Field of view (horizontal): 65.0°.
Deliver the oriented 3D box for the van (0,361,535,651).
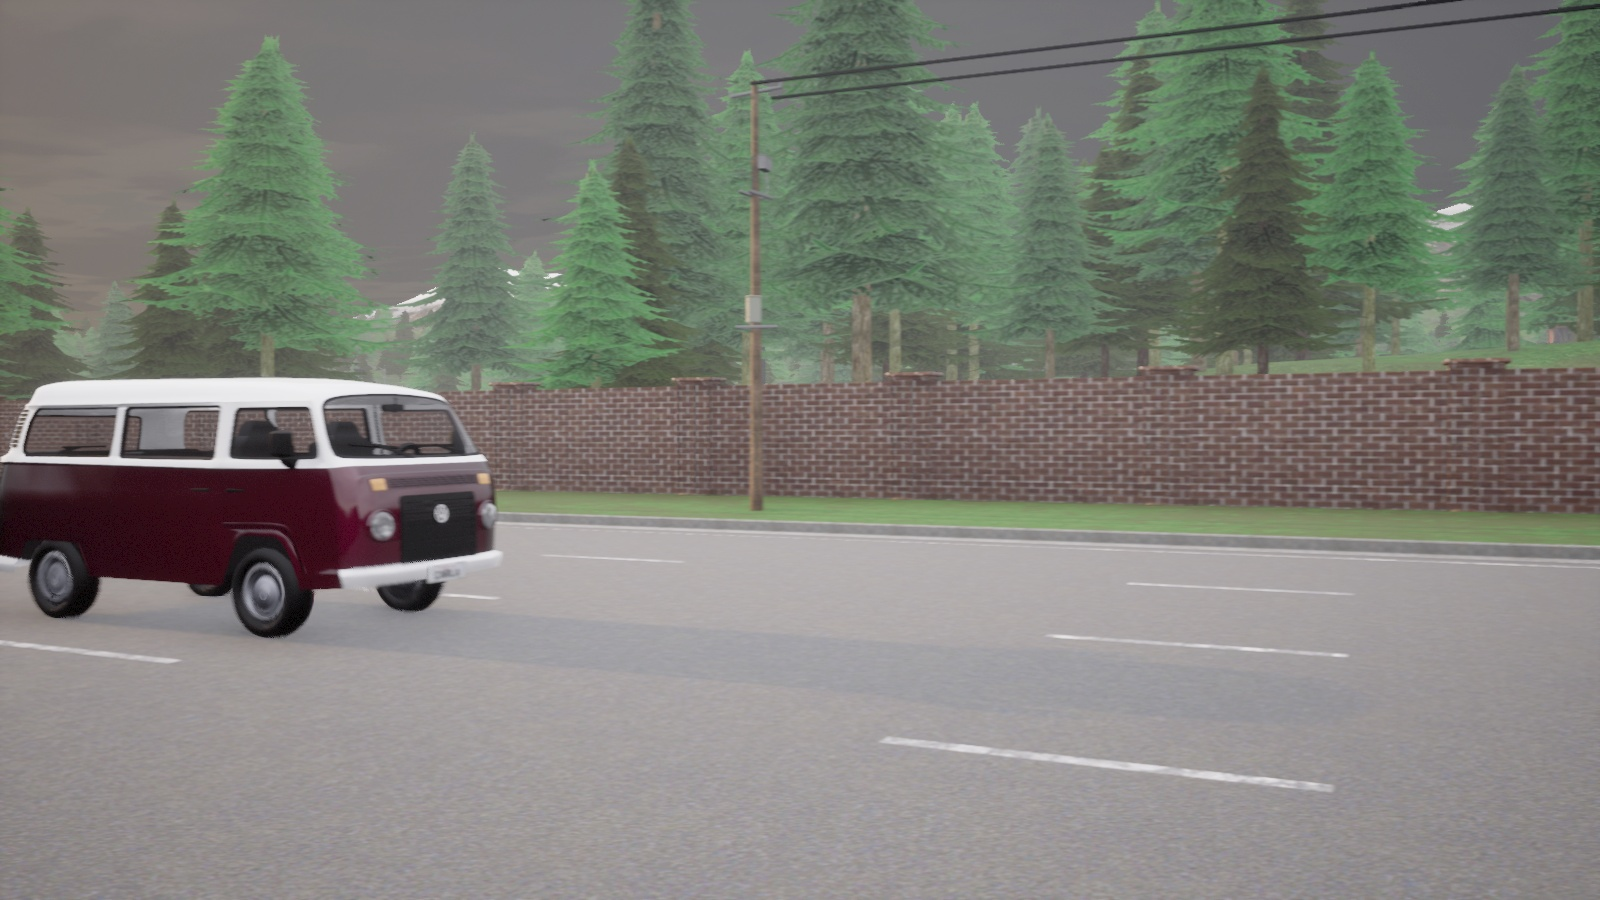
[{"bbox_3d":[-4.723,0.357,10.708,4.480,2.038,2.069,1,1,25],"label":"van"}]
